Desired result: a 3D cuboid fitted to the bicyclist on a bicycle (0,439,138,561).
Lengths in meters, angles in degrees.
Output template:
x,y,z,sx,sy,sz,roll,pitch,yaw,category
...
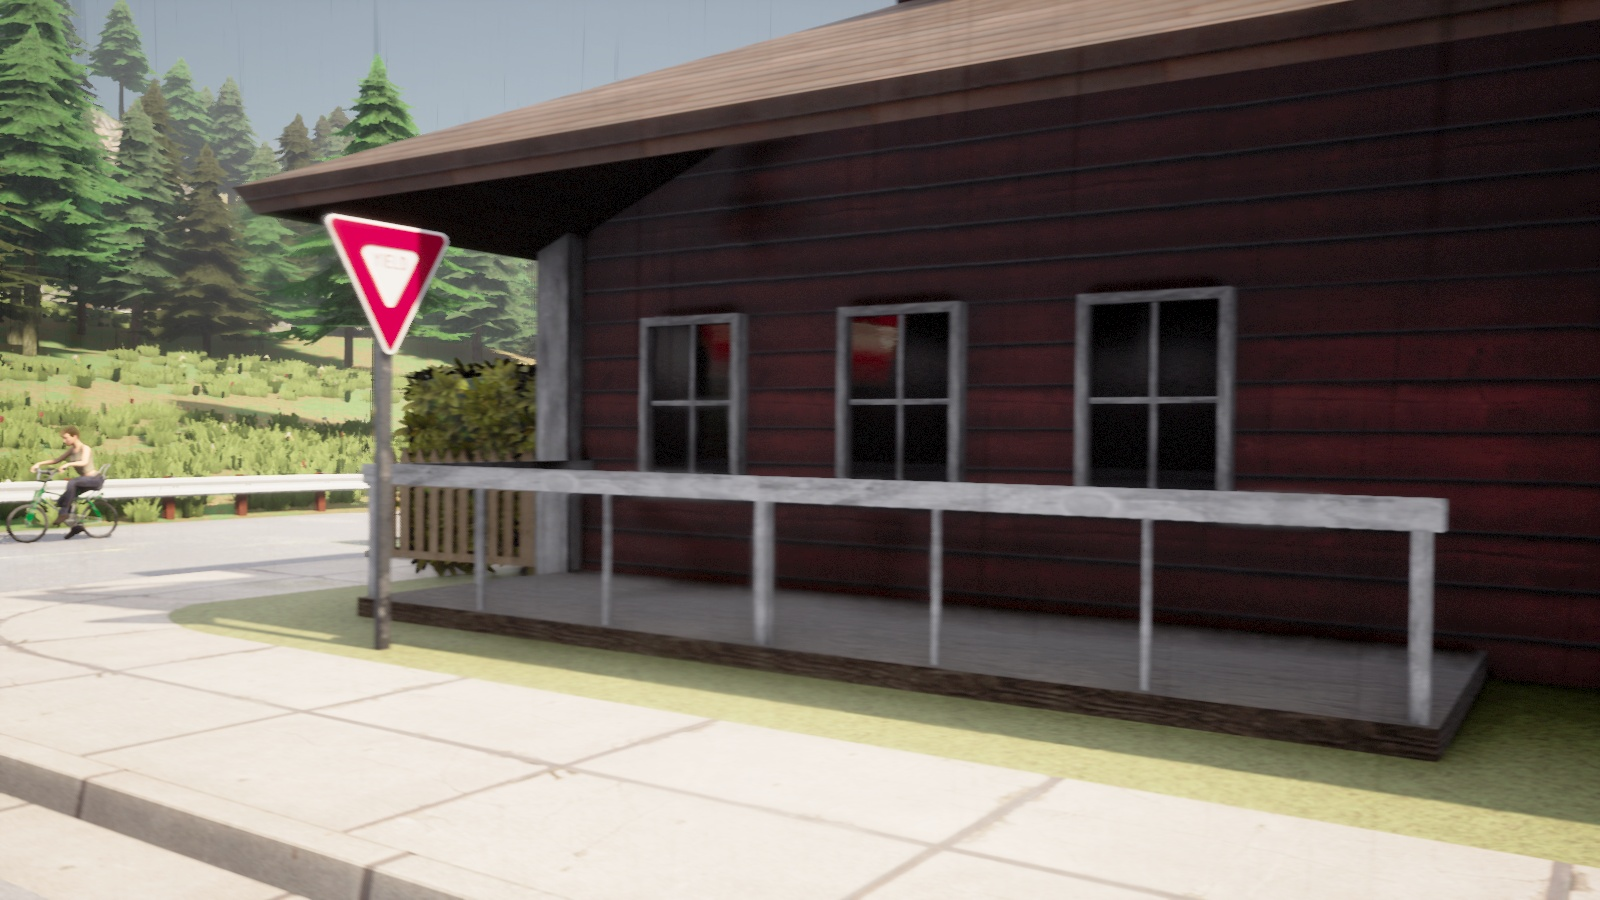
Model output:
x,y,z,sx,sy,sz,roll,pitch,yaw,category
-10.230,0.656,17.518,0.866,1.612,1.509,0,1,34,bicyclist on a bicycle
